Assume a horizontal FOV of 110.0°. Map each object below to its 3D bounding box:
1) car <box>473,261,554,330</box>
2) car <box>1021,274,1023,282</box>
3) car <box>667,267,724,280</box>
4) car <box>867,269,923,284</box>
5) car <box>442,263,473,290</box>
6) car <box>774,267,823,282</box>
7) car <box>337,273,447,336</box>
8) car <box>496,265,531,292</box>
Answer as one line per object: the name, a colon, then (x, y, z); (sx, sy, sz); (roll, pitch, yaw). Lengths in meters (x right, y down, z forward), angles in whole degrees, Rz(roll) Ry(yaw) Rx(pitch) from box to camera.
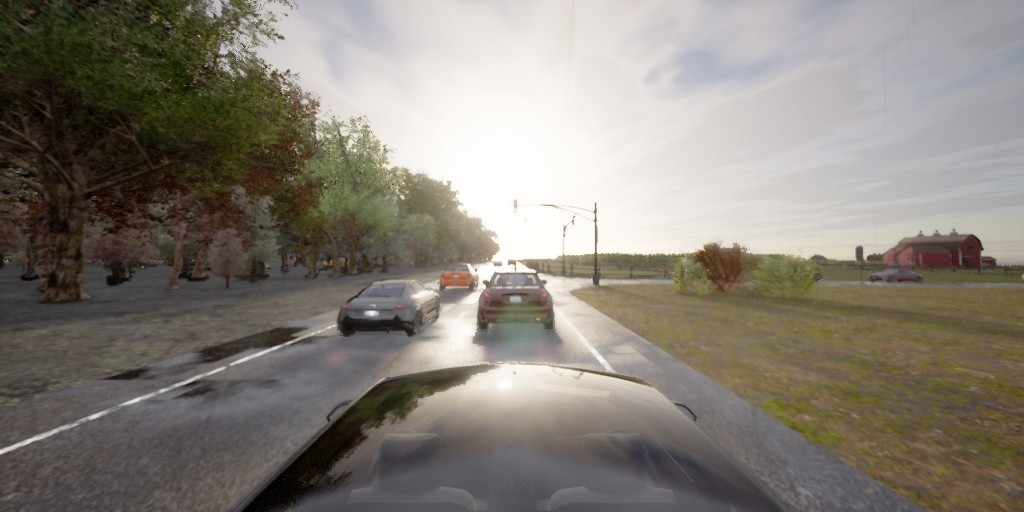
car: (0.100, 1.174, 11.556); (2.097, 1.767, 4.553); (0, 0, 0)
car: (49.639, 1.996, 32.583); (4.902, 1.511, 2.128); (1, -1, 1)
car: (18.720, 1.802, 36.325); (5.357, 1.411, 2.033); (1, -1, 0)
car: (38.603, 2.034, 36.217); (4.181, 1.385, 1.994); (1, -1, 1)
car: (-3.399, 1.263, 23.876); (2.097, 1.767, 4.553); (0, 0, 0)
car: (28.558, 1.853, 36.281); (4.902, 1.511, 2.128); (1, -1, 0)
car: (-3.400, 1.380, 10.699); (1.994, 1.385, 4.181); (0, 0, 0)
car: (0.100, 1.403, 23.870); (2.128, 1.511, 4.902); (0, 0, 0)
